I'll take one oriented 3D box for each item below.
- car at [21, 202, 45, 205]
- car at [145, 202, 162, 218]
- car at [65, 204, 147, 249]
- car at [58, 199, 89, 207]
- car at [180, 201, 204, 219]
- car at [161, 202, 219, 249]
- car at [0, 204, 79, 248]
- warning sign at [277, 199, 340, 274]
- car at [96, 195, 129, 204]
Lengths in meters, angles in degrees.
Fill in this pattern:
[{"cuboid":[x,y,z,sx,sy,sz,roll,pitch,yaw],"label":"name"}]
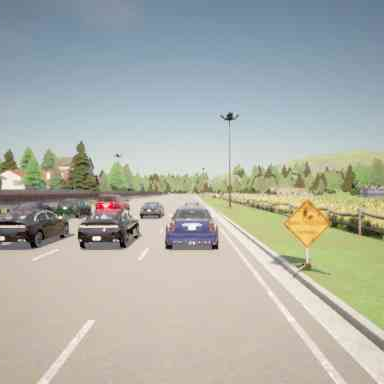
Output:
[{"cuboid":[-14.000,1.564,29.650,2.033,1.411,5.357,0,0,0],"label":"car"},{"cuboid":[-3.500,1.564,29.650,2.033,1.411,5.357,0,0,0],"label":"car"},{"cuboid":[-3.500,1.496,14.650,2.128,1.511,4.902,0,0,0],"label":"car"},{"cuboid":[-10.500,1.367,29.620,2.097,1.767,4.553,0,0,0],"label":"car"},{"cuboid":[0.000,1.573,29.650,1.994,1.385,4.181,0,0,0],"label":"car"},{"cuboid":[0.000,1.367,14.620,2.097,1.767,4.553,0,0,0],"label":"car"},{"cuboid":[-7.000,1.496,14.650,2.128,1.511,4.902,0,0,0],"label":"car"},{"cuboid":[3.050,1.115,8.834,1.300,1.860,1.060,0,0,0],"label":"warning sign"},{"cuboid":[-7.000,1.259,29.680,2.150,2.045,5.566,0,0,0],"label":"car"}]
